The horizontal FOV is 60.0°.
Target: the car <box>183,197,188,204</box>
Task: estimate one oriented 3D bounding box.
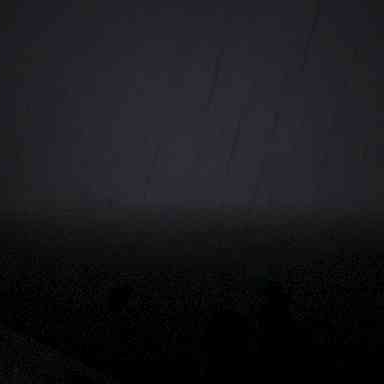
[{"bbox_3d":[0.929,1.564,58.106,1.994,1.385,4.181,0,0,35],"label":"car"}]

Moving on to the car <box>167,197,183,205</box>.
[{"bbox_3d":[-2.019,1.564,60.007,1.994,1.385,4.181,0,0,36],"label":"car"}]

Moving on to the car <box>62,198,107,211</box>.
[{"bbox_3d":[-12.201,1.490,39.249,2.128,1.511,4.902,0,0,35],"label":"car"}]

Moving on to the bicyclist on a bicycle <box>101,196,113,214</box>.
[{"bbox_3d":[-8.025,1.156,31.722,1.656,1.620,0.582,33,17,27],"label":"bicyclist on a bicycle"}]

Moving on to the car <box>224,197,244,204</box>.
[{"bbox_3d":[7.995,1.601,62.230,1.895,1.301,4.718,0,0,35],"label":"car"}]

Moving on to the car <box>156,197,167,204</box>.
[{"bbox_3d":[-4.761,1.564,62.180,1.994,1.385,4.181,0,0,35],"label":"car"}]

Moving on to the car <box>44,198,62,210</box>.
[{"bbox_3d":[-15.173,1.477,41.104,1.882,1.535,5.008,0,0,35],"label":"car"}]

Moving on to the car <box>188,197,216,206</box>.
[{"bbox_3d":[2.031,1.477,53.612,1.882,1.535,5.008,0,0,35],"label":"car"}]

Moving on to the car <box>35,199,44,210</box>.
[{"bbox_3d":[-17.859,1.477,43.373,1.882,1.535,5.008,0,0,35],"label":"car"}]
